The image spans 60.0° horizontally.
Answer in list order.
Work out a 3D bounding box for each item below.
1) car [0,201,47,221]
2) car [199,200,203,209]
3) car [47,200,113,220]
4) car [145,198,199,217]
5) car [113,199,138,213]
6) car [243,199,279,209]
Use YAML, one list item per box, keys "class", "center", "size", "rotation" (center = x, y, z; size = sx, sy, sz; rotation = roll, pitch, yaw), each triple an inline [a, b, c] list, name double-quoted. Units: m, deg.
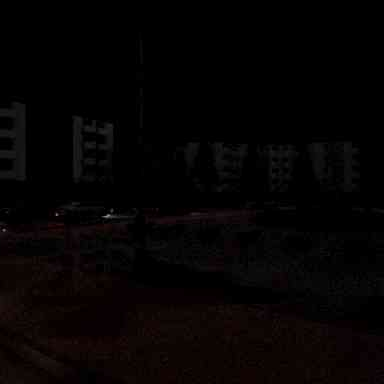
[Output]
- class: "car"
  center: [-13.638, 1.512, 27.737]
  size: [1.837, 1.490, 4.892]
  rotation: [0, 0, 34]
- class: "car"
  center: [-0.831, 1.512, 42.712]
  size: [4.892, 1.490, 1.837]
  rotation: [0, 0, -37]
- class: "car"
  center: [-9.264, 1.532, 27.876]
  size: [1.812, 1.442, 4.674]
  rotation: [0, 0, 33]
- class: "car"
  center: [-2.005, 1.553, 31.896]
  size: [2.033, 1.411, 5.357]
  rotation: [0, 0, 40]
- class: "car"
  center: [-7.884, 1.485, 35.738]
  size: [1.882, 1.535, 5.008]
  rotation: [0, 0, 40]
- class: "car"
  center: [9.400, 1.606, 44.921]
  size: [4.718, 1.301, 1.895]
  rotation: [0, 0, -26]
